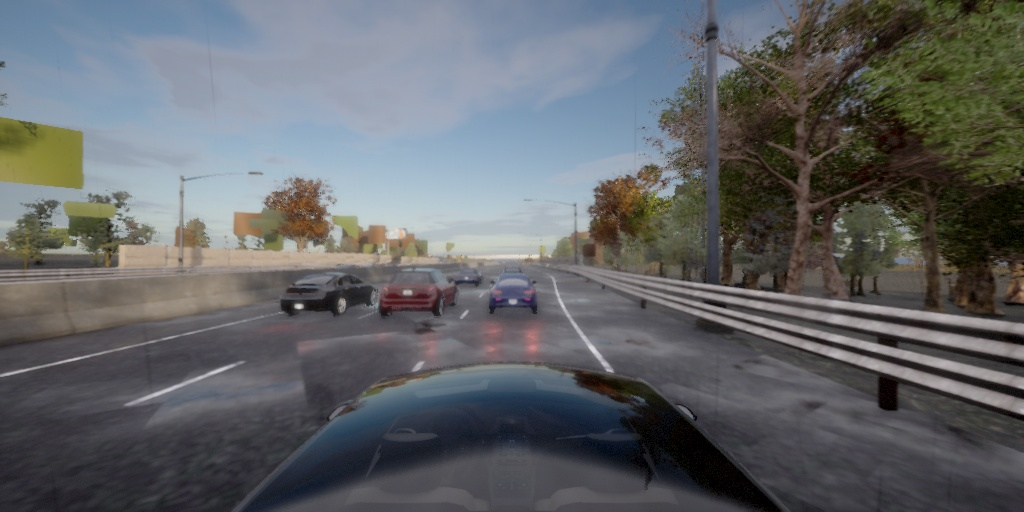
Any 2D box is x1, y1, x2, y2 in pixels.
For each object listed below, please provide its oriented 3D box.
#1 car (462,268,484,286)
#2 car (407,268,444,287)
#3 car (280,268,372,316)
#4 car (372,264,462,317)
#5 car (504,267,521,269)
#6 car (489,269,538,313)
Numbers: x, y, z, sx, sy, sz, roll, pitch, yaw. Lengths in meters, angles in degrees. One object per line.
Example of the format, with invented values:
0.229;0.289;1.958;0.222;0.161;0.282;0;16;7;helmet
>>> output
-3.441;1.677;29.188;1.994;1.385;4.181;0;-1;0;car
-6.938;1.679;29.340;1.994;1.385;4.181;0;-1;0;car
-6.947;1.418;14.156;1.837;1.490;4.892;0;0;0;car
-3.448;1.261;14.034;2.097;1.767;4.553;0;-1;0;car
0.060;1.617;29.129;1.837;1.490;4.892;0;0;0;car
0.057;1.445;14.816;1.812;1.442;4.674;0;-1;0;car
